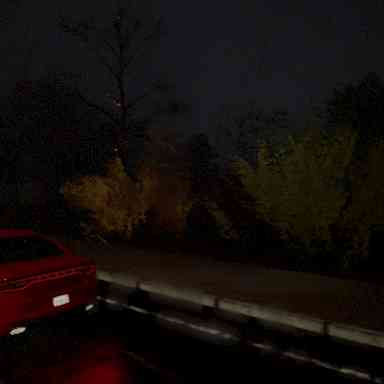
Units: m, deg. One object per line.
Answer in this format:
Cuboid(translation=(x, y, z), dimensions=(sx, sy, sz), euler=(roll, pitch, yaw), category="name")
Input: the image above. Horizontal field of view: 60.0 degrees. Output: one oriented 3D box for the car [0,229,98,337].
Cuboid(translation=(-3.949, 1.457, 6.431), dimensions=(5.008, 1.535, 1.882), euler=(0, 0, 36), category="car")
